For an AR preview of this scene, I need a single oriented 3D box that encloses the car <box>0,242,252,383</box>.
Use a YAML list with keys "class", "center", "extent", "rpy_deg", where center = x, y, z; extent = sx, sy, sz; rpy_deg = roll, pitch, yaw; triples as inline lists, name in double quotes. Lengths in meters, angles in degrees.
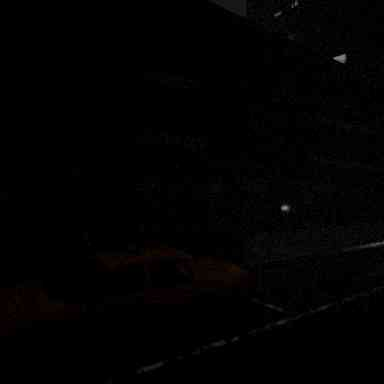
- class: "car"
  center: [-1.177, 1.526, 5.234]
  extent: [4.829, 1.417, 1.752]
  rpy_deg: [0, 2, -35]
